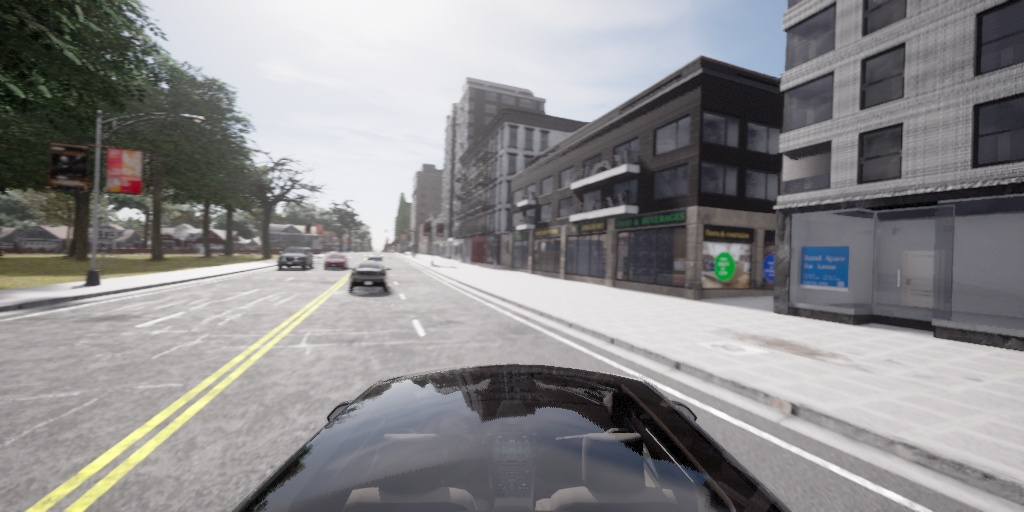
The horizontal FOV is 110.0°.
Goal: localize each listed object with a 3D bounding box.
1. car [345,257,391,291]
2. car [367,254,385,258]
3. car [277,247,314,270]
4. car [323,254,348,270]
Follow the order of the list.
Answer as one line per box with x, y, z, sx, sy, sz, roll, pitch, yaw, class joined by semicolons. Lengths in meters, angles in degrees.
-7.752;1.032;19.565;1.837;1.490;4.892;2;0;-20;car
-16.575;0.463;43.512;2.128;1.511;4.902;2;1;-20;car
-19.879;0.178;33.154;2.150;2.045;5.566;2;1;-20;car
-17.156;0.521;35.153;1.882;1.535;5.008;2;1;-20;car
